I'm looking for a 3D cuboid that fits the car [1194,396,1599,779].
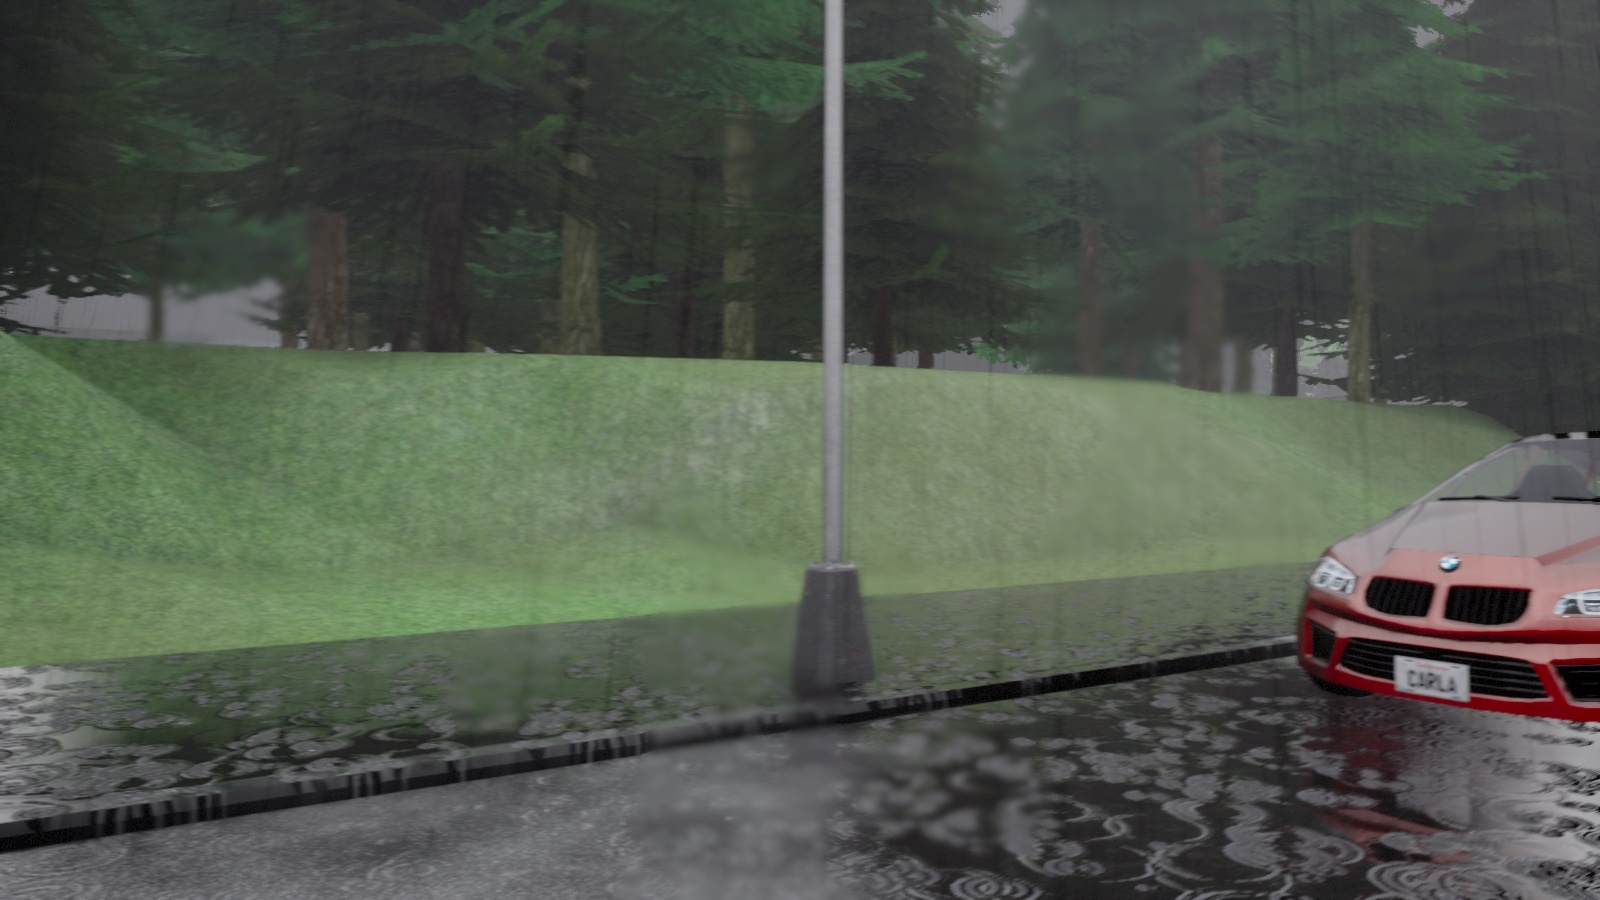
[{"bbox_3d":[4.796,0.597,7.606,4.611,1.667,2.242,0,0,-35],"label":"car"}]
